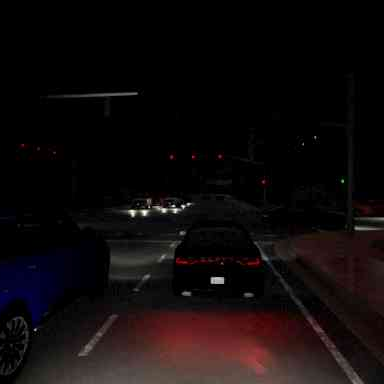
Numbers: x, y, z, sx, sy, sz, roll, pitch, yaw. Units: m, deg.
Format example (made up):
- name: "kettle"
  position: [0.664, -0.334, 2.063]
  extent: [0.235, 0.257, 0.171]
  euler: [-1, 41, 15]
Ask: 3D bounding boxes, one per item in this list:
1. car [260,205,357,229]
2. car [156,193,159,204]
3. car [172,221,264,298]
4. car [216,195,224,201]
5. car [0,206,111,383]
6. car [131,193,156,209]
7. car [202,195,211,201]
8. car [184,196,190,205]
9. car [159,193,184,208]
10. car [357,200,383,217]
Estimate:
- name: "car"
  position: [7.052, 1.547, 20.992]
  extent: [5.357, 1.411, 2.033]
  euler: [0, 0, 5]
- name: "car"
  position: [-5.848, 1.221, 55.623]
  extent: [2.150, 2.045, 5.566]
  euler: [0, 0, 5]
- name: "car"
  position: [0.646, 1.478, 8.590]
  extent: [1.882, 1.535, 5.008]
  euler: [0, 0, 4]
- name: "car"
  position: [7.156, 1.552, 84.781]
  extent: [1.994, 1.385, 4.181]
  euler: [0, 0, 5]
- name: "car"
  position: [-3.075, 1.221, 5.481]
  extent: [2.150, 2.045, 5.566]
  euler: [0, 0, 3]
- name: "car"
  position: [-6.724, 1.221, 45.313]
  extent: [2.150, 2.045, 5.566]
  euler: [0, 0, 3]
- name: "car"
  position: [3.639, 1.524, 84.720]
  extent: [1.812, 1.442, 4.674]
  euler: [0, 0, 5]
- name: "car"
  position: [-2.084, 1.352, 58.580]
  extent: [2.097, 1.767, 4.553]
  euler: [0, 0, 5]
- name: "car"
  position: [-2.894, 1.221, 48.923]
  extent: [2.150, 2.045, 5.566]
  euler: [0, 0, 5]
- name: "car"
  position: [16.746, 1.478, 30.951]
  extent: [5.008, 1.535, 1.882]
  euler: [0, 0, 5]
